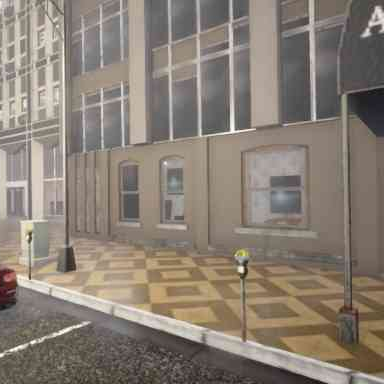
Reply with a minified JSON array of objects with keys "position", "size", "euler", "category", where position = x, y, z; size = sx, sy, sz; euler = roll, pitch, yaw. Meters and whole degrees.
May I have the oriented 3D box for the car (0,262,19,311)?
[{"position":[-4.975,1.584,6.433],"size":[4.206,1.307,1.802],"euler":[0,-1,35],"category":"car"}]
